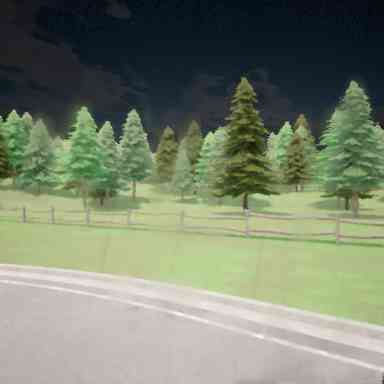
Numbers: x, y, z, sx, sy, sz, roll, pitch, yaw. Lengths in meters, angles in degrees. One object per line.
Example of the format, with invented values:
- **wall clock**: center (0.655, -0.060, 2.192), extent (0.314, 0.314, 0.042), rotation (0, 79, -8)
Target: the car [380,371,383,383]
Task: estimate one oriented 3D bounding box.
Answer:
- **car**: center (3.642, 1.491, 1.577), extent (4.892, 1.490, 1.837), rotation (-1, -1, 34)
